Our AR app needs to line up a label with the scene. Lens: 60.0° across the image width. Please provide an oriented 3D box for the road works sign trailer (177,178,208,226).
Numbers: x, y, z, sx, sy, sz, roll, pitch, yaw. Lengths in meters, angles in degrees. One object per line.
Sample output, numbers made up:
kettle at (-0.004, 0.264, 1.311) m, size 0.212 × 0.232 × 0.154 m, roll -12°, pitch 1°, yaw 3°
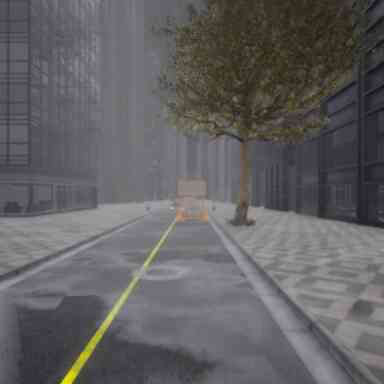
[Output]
road works sign trailer at (0.007, 0.744, 25.806) m, size 2.380 × 3.560 × 2.880 m, roll 0°, pitch -1°, yaw 0°

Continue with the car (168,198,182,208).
car at (-3.039, 2.145, 65.362) m, size 2.097 × 1.767 × 4.553 m, roll 0°, pitch -1°, yaw 0°
